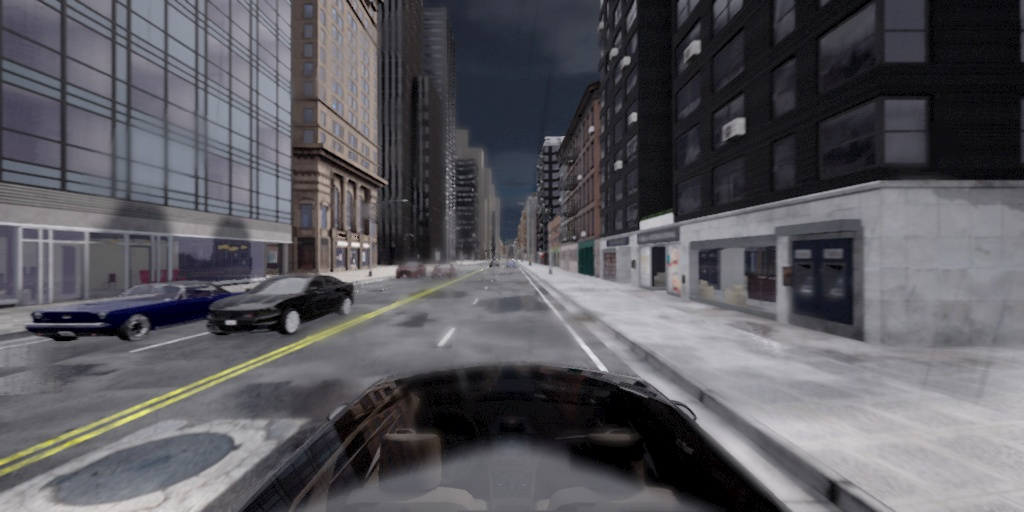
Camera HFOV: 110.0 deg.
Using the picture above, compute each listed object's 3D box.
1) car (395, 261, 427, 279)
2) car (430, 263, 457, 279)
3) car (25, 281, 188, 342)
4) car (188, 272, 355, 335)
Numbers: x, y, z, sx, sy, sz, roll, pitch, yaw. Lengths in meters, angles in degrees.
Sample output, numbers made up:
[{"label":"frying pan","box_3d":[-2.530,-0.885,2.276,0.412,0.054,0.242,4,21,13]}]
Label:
[{"label":"car","box_3d":[-9.814,1.282,35.202,2.097,1.767,4.553,0,0,0]},{"label":"car","box_3d":[-6.565,1.449,35.027,1.812,1.442,4.674,0,0,0]},{"label":"car","box_3d":[-9.850,1.414,10.134,1.895,1.301,4.718,0,0,0]},{"label":"car","box_3d":[-6.599,1.286,10.913,1.882,1.535,5.008,0,0,0]}]
